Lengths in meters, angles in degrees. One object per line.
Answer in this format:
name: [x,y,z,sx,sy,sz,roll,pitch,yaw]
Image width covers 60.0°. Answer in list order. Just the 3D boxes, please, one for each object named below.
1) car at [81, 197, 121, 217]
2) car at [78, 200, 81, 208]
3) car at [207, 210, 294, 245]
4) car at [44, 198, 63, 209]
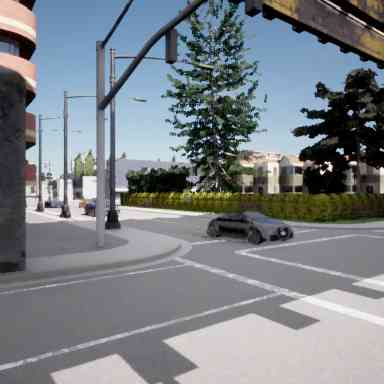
car: [-8.294,1.352,30.702,2.097,1.767,4.553,0,0,-35]
car: [-14.059,1.477,45.331,1.882,1.535,5.008,0,0,-34]
car: [2.603,1.564,15.595,1.994,1.385,4.181,0,0,-39]
car: [-19.349,1.578,46.554,2.033,1.411,5.357,0,0,-35]
